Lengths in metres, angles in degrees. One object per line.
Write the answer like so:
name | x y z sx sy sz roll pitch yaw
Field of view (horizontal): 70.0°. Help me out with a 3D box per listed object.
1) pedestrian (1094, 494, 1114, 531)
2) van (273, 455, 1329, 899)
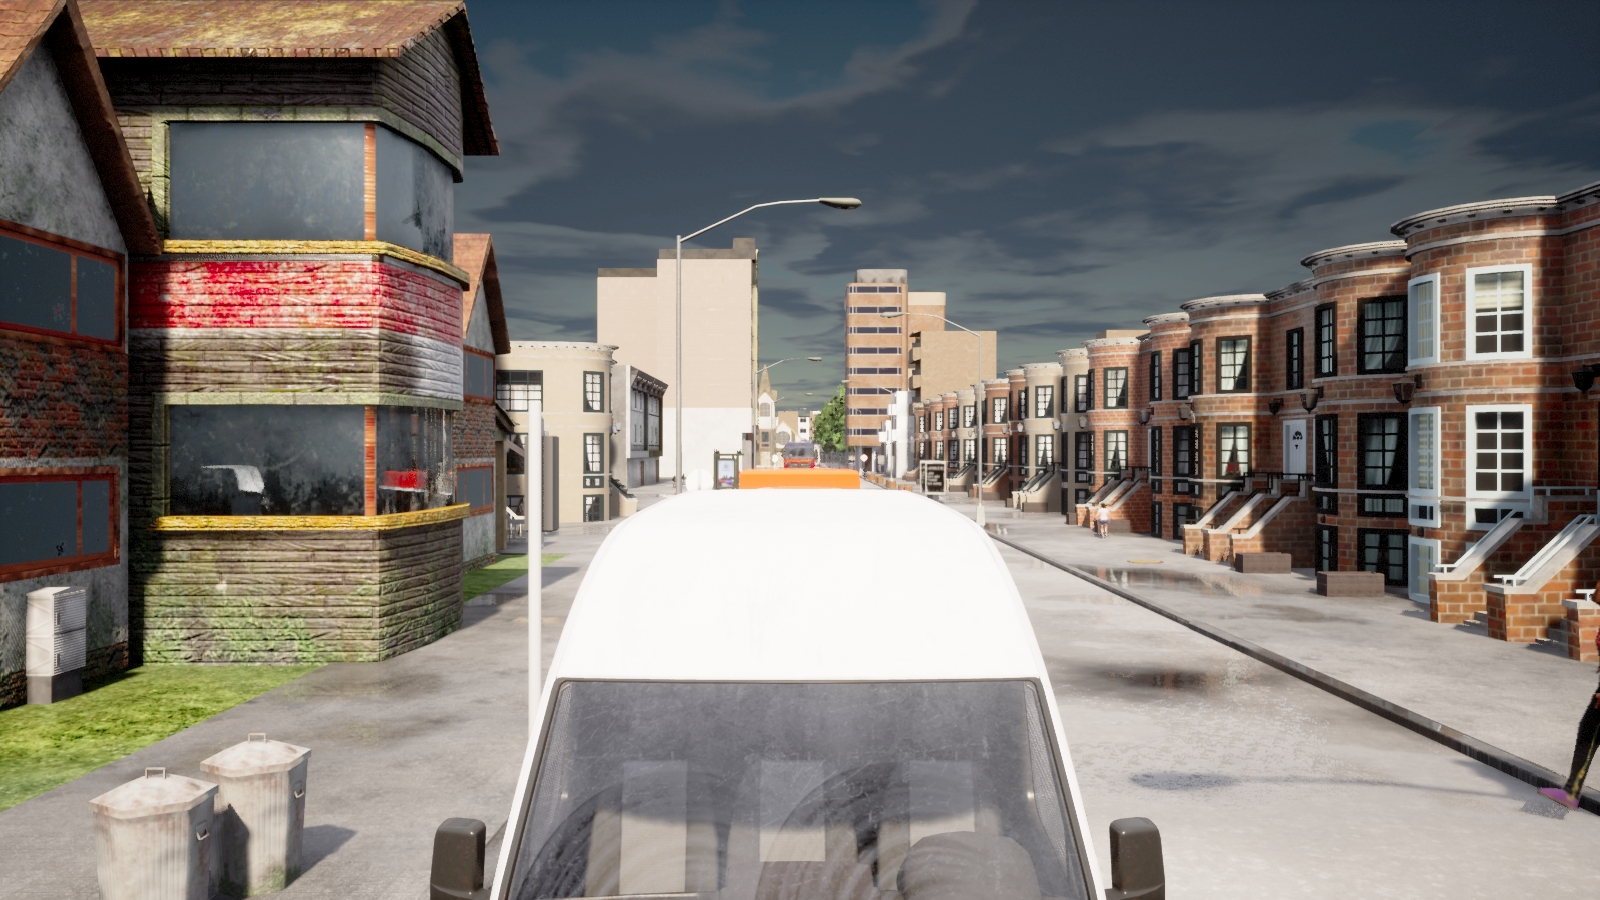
pedestrian | 9.309 1.903 34.950 0.500 1.100 0.500 0 0 2
van | -0.003 1.314 5.110 1.988 2.561 5.915 0 0 0
